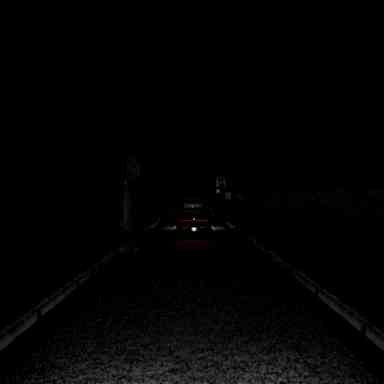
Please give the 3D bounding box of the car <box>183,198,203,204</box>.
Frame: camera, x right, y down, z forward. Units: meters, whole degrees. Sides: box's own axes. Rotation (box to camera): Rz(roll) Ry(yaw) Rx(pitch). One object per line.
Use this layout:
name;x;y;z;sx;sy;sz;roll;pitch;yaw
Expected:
car;0.106;1.712;39.515;2.150;2.045;5.566;0;0;0

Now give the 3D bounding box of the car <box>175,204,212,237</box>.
car;0.102;1.640;18.965;1.837;1.490;4.892;0;-1;0
